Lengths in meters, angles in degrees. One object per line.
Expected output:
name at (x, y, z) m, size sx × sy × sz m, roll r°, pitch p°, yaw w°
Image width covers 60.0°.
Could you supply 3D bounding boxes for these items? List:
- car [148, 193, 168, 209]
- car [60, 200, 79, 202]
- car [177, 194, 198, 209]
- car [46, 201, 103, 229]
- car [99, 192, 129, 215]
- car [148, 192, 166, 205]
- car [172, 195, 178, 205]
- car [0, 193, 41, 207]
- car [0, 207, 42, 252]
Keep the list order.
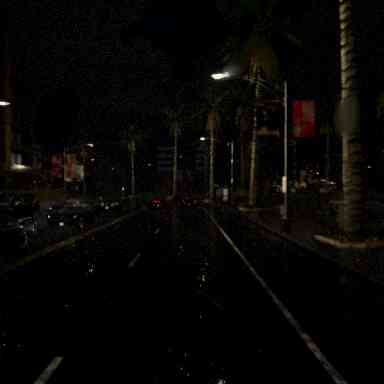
car at (-3.912, 1.209, 39.122) m, size 1.837 × 1.490 × 4.892 m, roll 0°, pitch 0°, yaw -4°
car at (-10.822, 1.390, 29.184) m, size 1.895 × 1.301 × 4.718 m, roll 0°, pitch 0°, yaw -1°
car at (-0.444, 1.219, 39.938) m, size 1.812 × 1.442 × 4.674 m, roll 0°, pitch 0°, yaw -4°
car at (-7.241, 1.451, 20.658) m, size 1.895 × 1.301 × 4.718 m, roll 0°, pitch 0°, yaw 0°
car at (-7.345, 0.989, 31.374) m, size 2.150 × 2.045 × 5.566 m, roll 0°, pitch 0°, yaw -1°
car at (-5.263, 0.980, 49.340) m, size 2.097 × 1.767 × 4.553 m, roll 0°, pitch 0°, yaw -12°
car at (-1.839, 1.095, 50.059) m, size 1.882 × 1.535 × 5.008 m, roll 0°, pitch 1°, yaw -12°
car at (-10.730, 1.087, 19.198) m, size 2.150 × 2.045 × 5.566 m, roll 0°, pitch 0°, yaw 0°
car at (-7.172, 1.471, 11.069) m, size 2.033 × 1.411 × 5.357 m, roll 0°, pitch 0°, yaw 0°
